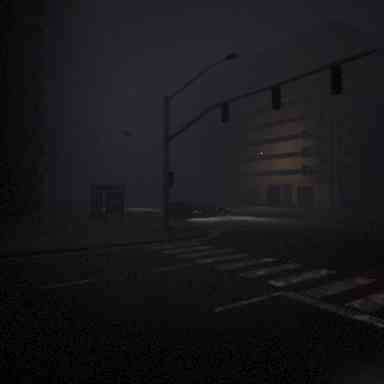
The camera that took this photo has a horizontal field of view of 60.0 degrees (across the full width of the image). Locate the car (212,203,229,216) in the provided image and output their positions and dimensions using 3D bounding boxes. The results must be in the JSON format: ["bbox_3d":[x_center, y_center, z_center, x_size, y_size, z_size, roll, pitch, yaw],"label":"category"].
[{"bbox_3d":[1.654,1.708,34.401,1.895,1.301,4.718,0,0,-36],"label":"car"}]

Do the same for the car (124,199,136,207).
[{"bbox_3d":[-10.489,1.710,51.090,1.895,1.301,4.718,0,0,-36],"label":"car"}]

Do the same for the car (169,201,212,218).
[{"bbox_3d":[-0.602,1.604,31.562,1.837,1.490,4.892,0,0,-36],"label":"car"}]

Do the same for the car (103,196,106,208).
[{"bbox_3d":[-13.208,1.649,48.877,2.033,1.411,5.357,0,0,-36],"label":"car"}]
